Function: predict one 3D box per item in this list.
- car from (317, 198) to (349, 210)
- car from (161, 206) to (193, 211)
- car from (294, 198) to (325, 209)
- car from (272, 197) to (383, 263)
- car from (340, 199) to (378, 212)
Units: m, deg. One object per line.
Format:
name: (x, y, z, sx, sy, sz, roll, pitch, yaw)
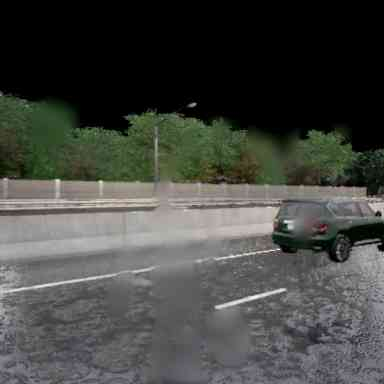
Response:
car: (18.716, 1.549, 44.164, 4.674, 1.442, 1.812, 0, 0, -36)
car: (-1.223, 1.544, 20.436, 4.718, 1.301, 1.895, 0, 0, -36)
car: (16.612, 1.531, 46.957, 4.674, 1.442, 1.812, 0, 0, -36)
car: (5.329, 1.220, 12.204, 5.566, 2.045, 2.150, 0, 0, -37)
car: (20.825, 1.589, 41.371, 5.357, 1.411, 2.033, 0, 0, -36)
